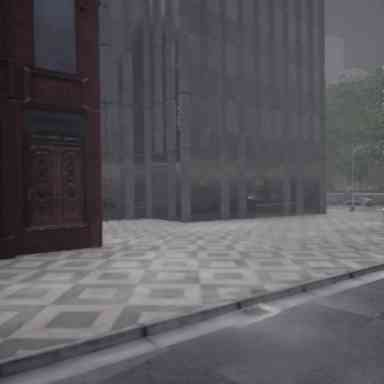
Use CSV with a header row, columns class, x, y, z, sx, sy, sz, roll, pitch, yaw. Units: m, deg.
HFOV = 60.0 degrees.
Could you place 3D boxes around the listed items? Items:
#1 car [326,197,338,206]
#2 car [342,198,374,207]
class,x,y,z,sx,sy,sz,roll,pitch,yaw
car,21.166,1.476,53.266,2.008,1.369,4.403,-1,1,-35
car,24.312,1.492,48.808,1.947,1.339,4.313,-1,1,-35
